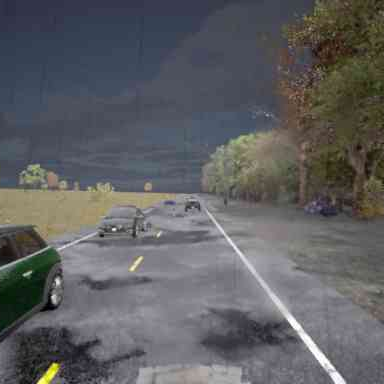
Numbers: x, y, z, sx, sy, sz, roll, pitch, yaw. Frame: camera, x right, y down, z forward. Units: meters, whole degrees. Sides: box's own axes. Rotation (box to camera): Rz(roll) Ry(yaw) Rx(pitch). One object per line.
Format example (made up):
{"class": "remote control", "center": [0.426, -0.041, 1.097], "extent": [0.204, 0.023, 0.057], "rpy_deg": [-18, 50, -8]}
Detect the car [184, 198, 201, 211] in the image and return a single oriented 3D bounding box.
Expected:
{"class": "car", "center": [0.095, 1.520, 40.657], "extent": [1.837, 1.490, 4.892], "rpy_deg": [0, 0, 0]}

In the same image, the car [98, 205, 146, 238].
{"class": "car", "center": [-3.596, 1.514, 17.827], "extent": [1.837, 1.490, 4.892], "rpy_deg": [0, 0, 0]}

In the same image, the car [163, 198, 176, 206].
{"class": "car", "center": [-3.569, 1.617, 53.588], "extent": [1.895, 1.301, 4.718], "rpy_deg": [0, 0, 0]}

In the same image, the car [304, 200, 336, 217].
{"class": "car", "center": [11.916, 1.486, 30.949], "extent": [1.812, 1.442, 4.674], "rpy_deg": [-1, 0, 37]}

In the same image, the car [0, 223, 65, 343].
{"class": "car", "center": [-3.598, 1.355, 4.737], "extent": [2.097, 1.767, 4.553], "rpy_deg": [0, 0, 0]}
